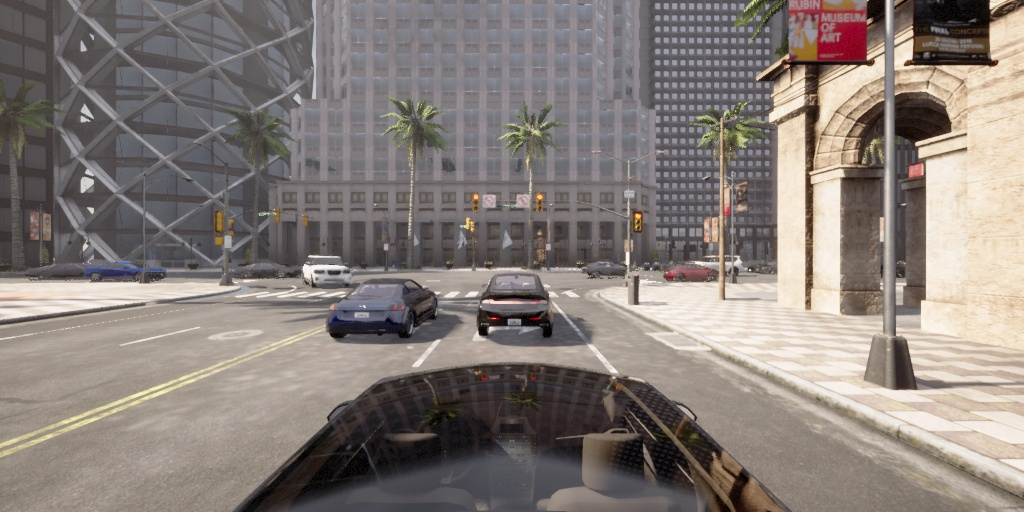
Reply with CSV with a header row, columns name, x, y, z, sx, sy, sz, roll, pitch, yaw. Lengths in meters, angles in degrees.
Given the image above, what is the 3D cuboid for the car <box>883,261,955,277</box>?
name,x,y,z,sx,sy,sz,roll,pitch,yaw
car,40.427,1.227,35.655,5.008,1.535,1.882,0,0,0

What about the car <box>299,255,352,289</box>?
name,x,y,z,sx,sy,sz,roll,pitch,yaw
car,-12.270,0.971,23.672,2.150,2.045,5.566,1,-1,-37

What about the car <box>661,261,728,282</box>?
name,x,y,z,sx,sy,sz,roll,pitch,yaw
car,14.324,1.314,28.565,4.181,1.385,1.994,0,0,0

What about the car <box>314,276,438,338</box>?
name,x,y,z,sx,sy,sz,roll,pitch,yaw
car,-3.415,1.314,10.183,1.994,1.385,4.181,0,0,0

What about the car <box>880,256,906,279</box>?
name,x,y,z,sx,sy,sz,roll,pitch,yaw
car,31.976,0.971,32.004,5.566,2.045,2.150,0,0,0

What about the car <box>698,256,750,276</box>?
name,x,y,z,sx,sy,sz,roll,pitch,yaw
car,19.991,0.972,35.747,5.566,2.045,2.150,0,0,0

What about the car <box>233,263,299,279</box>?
name,x,y,z,sx,sy,sz,roll,pitch,yaw
car,-21.777,1.297,32.138,5.357,1.411,2.033,0,0,0

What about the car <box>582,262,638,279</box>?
name,x,y,z,sx,sy,sz,roll,pitch,yaw
car,8.723,1.241,32.084,4.902,1.511,2.128,0,0,0

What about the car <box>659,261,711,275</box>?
name,x,y,z,sx,sy,sz,roll,pitch,yaw
car,18.872,1.254,39.250,4.892,1.490,1.837,0,0,0

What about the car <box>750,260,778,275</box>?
name,x,y,z,sx,sy,sz,roll,pitch,yaw
car,28.835,1.314,39.207,4.181,1.385,1.994,0,0,0

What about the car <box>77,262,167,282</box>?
name,x,y,z,sx,sy,sz,roll,pitch,yaw
car,-30.426,1.228,28.392,5.008,1.535,1.882,0,0,-5

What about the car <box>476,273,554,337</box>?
name,x,y,z,sx,sy,sz,roll,pitch,yaw
car,0.121,1.241,10.313,2.128,1.511,4.902,0,0,2

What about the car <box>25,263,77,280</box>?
name,x,y,z,sx,sy,sz,roll,pitch,yaw
car,-37.720,1.297,30.902,5.357,1.411,2.033,0,0,-15
